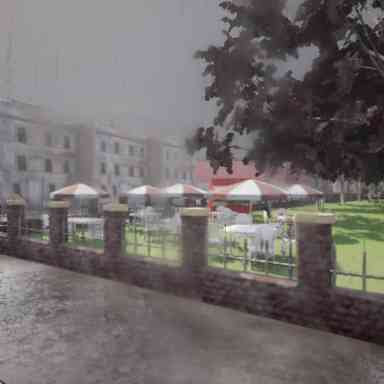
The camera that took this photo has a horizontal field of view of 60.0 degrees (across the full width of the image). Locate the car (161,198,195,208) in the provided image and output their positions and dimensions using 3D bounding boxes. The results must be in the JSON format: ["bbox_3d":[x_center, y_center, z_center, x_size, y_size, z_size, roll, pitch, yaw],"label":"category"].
[{"bbox_3d":[-1.599,1.334,42.010,2.033,1.411,5.357,1,0,36],"label":"car"}]
